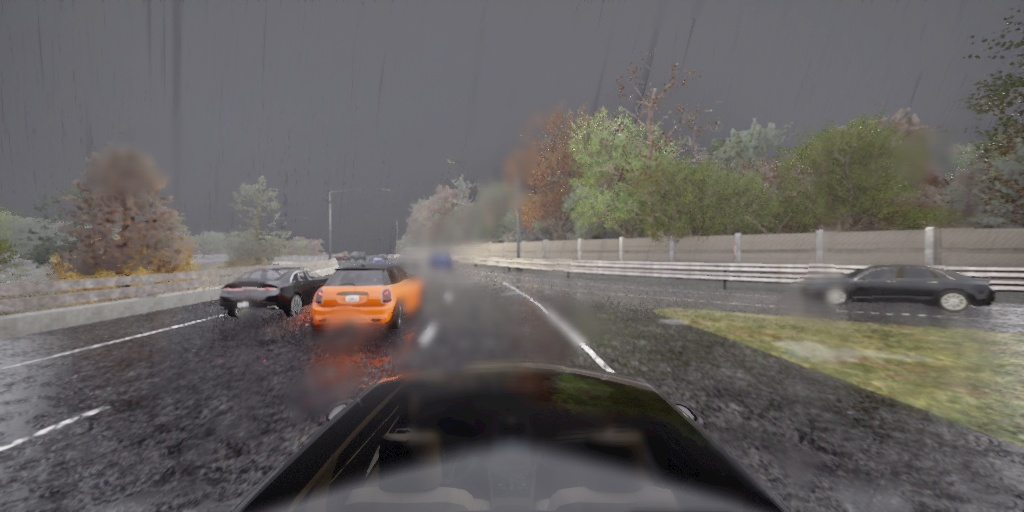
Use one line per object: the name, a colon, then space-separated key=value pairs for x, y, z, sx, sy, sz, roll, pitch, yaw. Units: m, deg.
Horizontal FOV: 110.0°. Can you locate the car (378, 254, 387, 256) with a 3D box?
car: x=-17.154 y=0.825 z=45.705 sx=1.812 sy=1.442 sz=4.674 roll=0 pitch=1 yaw=-25

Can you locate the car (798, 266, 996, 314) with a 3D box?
car: x=13.528 y=1.102 z=13.027 sx=4.892 sy=1.490 sz=1.837 roll=0 pitch=1 yaw=32

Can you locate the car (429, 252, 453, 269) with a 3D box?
car: x=-8.791 y=0.520 z=44.212 sx=2.150 sy=2.045 sz=5.566 roll=0 pitch=1 yaw=-23

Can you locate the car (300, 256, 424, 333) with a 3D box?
car: x=-3.967 y=1.011 z=10.653 sx=2.097 sy=1.767 sz=4.553 roll=0 pitch=1 yaw=-4

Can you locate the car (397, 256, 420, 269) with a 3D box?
car: x=-13.151 y=0.787 z=45.347 sx=2.128 sy=1.511 sz=4.902 roll=0 pitch=1 yaw=-24

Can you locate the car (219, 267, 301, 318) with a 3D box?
car: x=-7.754 y=1.138 z=12.469 sx=2.128 sy=1.511 sz=4.902 roll=0 pitch=1 yaw=-6
